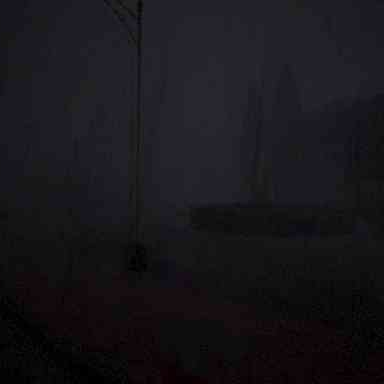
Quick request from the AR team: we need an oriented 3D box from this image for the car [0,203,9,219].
[{"bbox_3d":[-16.552,1.413,27.178,2.097,1.767,4.553,0,0,-18],"label":"car"}]
